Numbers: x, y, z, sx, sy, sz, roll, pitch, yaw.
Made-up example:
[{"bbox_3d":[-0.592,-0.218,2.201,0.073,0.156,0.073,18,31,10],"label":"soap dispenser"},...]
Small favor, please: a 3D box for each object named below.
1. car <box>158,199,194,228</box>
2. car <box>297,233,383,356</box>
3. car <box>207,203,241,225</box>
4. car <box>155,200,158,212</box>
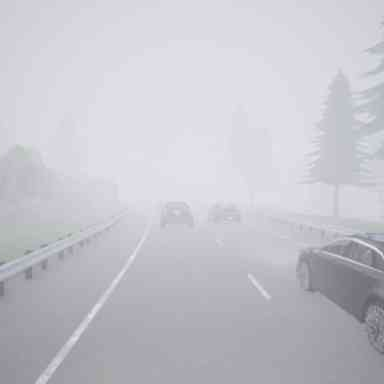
[{"bbox_3d":[-1.118,1.388,22.852,2.097,1.767,4.553,0,0,-5],"label":"car"},{"bbox_3d":[3.446,1.495,6.019,2.128,1.511,4.902,0,0,-1],"label":"car"},{"bbox_3d":[2.263,1.525,24.262,2.128,1.511,4.902,0,0,-6],"label":"car"},{"bbox_3d":[-3.474,1.558,40.498,2.128,1.511,4.902,0,0,-10],"label":"car"}]
